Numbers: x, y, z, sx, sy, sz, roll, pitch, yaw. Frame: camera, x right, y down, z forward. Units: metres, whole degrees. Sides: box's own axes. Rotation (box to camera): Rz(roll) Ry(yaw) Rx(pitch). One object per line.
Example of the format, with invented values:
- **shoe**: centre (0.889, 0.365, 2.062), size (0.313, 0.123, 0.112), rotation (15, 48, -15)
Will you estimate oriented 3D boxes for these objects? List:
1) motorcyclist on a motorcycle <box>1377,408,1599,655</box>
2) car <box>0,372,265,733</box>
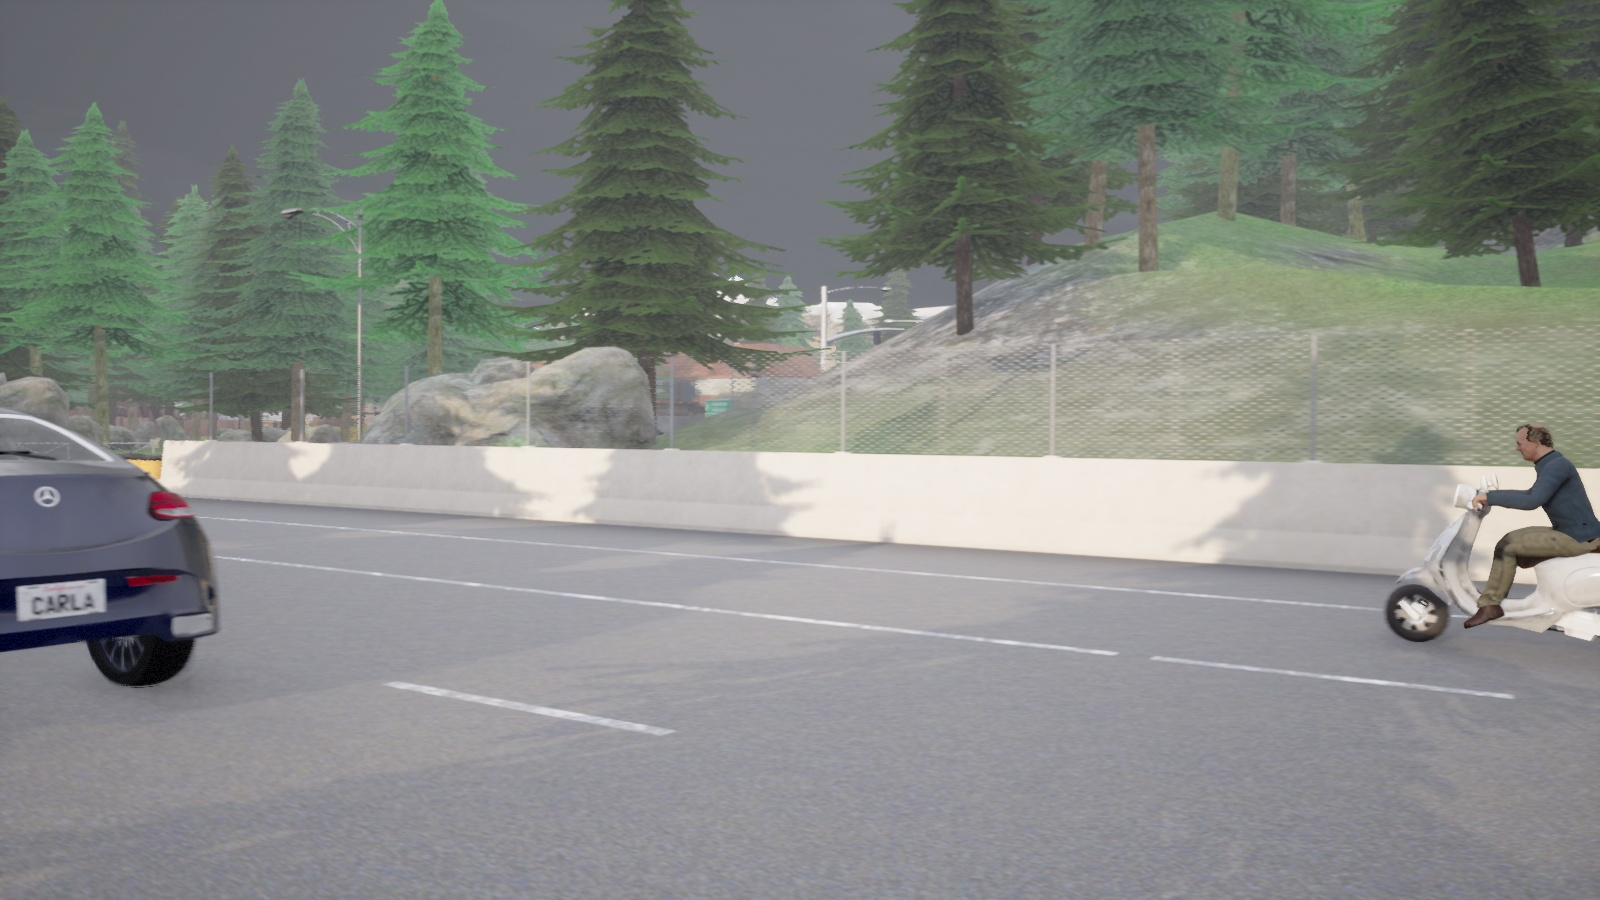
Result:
- **motorcyclist on a motorcycle**: centre (5.050, 0.521, 8.670), size (1.817, 1.590, 0.866), rotation (0, 1, 34)
- **car**: centre (-5.619, 0.461, 7.353), size (5.027, 1.651, 2.152), rotation (0, 1, 34)
